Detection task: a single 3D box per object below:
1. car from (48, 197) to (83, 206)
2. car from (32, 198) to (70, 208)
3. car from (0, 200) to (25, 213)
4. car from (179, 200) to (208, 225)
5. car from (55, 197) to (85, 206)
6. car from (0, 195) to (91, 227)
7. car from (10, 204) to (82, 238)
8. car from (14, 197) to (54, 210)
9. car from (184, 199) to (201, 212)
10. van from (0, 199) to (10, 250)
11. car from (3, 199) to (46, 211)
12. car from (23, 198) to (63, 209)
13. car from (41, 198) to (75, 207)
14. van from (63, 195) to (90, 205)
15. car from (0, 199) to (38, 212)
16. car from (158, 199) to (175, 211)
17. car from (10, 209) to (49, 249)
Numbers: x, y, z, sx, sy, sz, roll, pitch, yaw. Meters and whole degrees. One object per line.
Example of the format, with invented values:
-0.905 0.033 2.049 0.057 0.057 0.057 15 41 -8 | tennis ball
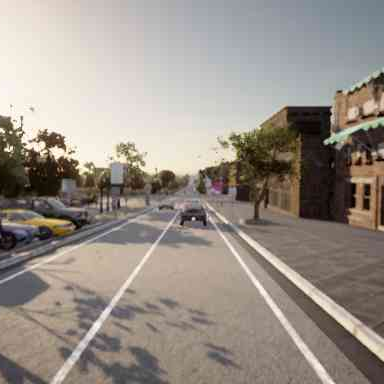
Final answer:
-21.924 1.687 57.793 5.366 1.575 1.946 0 0 0 | car
-22.097 1.673 52.244 4.892 1.521 2.231 0 0 0 | car
-22.082 1.671 38.364 4.674 1.452 2.002 0 0 0 | car
0.104 1.614 25.151 1.837 1.490 4.892 0 0 0 | car
-22.143 1.729 60.570 4.792 1.488 2.163 0 0 0 | car
-8.954 1.330 19.824 5.566 2.045 2.435 0 0 0 | car
-8.794 1.571 17.020 5.366 1.575 1.946 0 0 0 | car
-22.127 1.529 46.693 4.553 1.767 2.185 0 0 0 | car
0.105 1.682 42.075 2.033 1.411 5.357 0 0 0 | car
-9.089 1.334 11.414 4.442 1.987 1.878 0 0 0 | van
-22.090 1.686 43.917 4.674 1.452 2.002 0 0 0 | car
-22.105 1.663 49.468 5.008 1.535 2.097 0 0 0 | car
-22.135 1.710 55.018 4.792 1.488 2.163 0 0 0 | car
-21.999 1.483 63.344 4.442 1.987 1.878 0 0 0 | van
-22.084 1.638 41.142 5.008 1.535 2.097 0 0 0 | car
-3.332 1.657 43.748 1.812 1.442 4.674 0 0 0 | car
-8.978 1.607 14.216 4.674 1.452 2.002 0 0 0 | car
